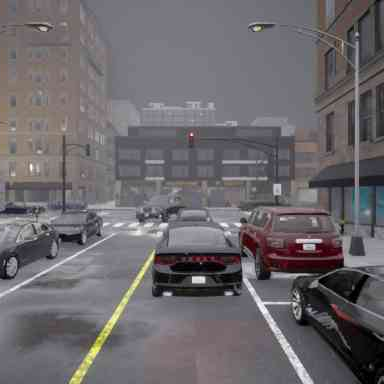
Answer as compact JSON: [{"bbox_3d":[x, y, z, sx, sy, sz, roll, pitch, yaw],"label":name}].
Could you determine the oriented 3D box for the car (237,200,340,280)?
[{"bbox_3d":[2.625,1.314,9.840,2.192,1.841,5.009,0,0,0],"label":"car"}]

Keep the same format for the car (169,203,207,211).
[{"bbox_3d":[0.062,1.504,16.162,1.837,1.490,4.892,0,0,0],"label":"car"}]

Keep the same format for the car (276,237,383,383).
[{"bbox_3d":[2.631,1.566,4.178,1.947,1.339,4.313,0,0,0],"label":"car"}]

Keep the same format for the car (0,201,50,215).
[{"bbox_3d":[-16.201,1.529,30.979,4.718,1.301,1.895,0,0,0],"label":"car"}]

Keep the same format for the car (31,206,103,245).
[{"bbox_3d":[-5.406,1.565,15.493,1.947,1.339,4.313,0,0,0],"label":"car"}]

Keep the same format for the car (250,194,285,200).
[{"bbox_3d":[7.985,1.267,37.820,5.566,2.045,2.150,0,0,0],"label":"car"}]

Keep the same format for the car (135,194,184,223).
[{"bbox_3d":[-2.258,1.217,25.446,2.150,2.045,5.566,-1,0,18],"label":"car"}]

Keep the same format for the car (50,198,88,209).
[{"bbox_3d":[-14.225,1.463,37.705,4.674,1.442,1.812,0,0,0],"label":"car"}]

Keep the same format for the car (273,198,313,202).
[{"bbox_3d":[11.509,1.611,34.518,5.357,1.411,2.033,0,0,-2],"label":"car"}]

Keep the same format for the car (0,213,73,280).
[{"bbox_3d":[-5.400,1.550,9.831,2.008,1.369,4.403,0,0,0],"label":"car"}]

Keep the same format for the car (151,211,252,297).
[{"bbox_3d":[0.064,1.477,8.644,1.882,1.535,5.008,0,0,-1],"label":"car"}]
